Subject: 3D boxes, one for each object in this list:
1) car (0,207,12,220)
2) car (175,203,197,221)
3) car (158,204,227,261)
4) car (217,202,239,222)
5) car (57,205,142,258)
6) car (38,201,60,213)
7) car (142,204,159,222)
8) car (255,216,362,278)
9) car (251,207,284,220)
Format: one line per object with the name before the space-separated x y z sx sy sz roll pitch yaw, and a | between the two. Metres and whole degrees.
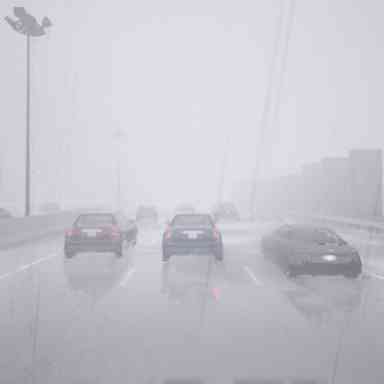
car | -14.499 1.800 23.363 1.837 1.490 4.892 0 -1 -2
car | -0.674 1.881 32.363 1.882 1.535 5.008 0 -1 -3
car | -0.022 1.517 13.201 2.097 1.767 4.553 0 -1 -1
car | 2.927 1.733 30.531 2.097 1.767 4.553 0 -1 -3
car | -3.532 1.524 13.711 2.097 1.767 4.553 0 -1 -1
car | -19.602 2.077 45.907 1.837 1.490 4.892 1 0 -6
car | -4.090 1.876 30.782 2.128 1.511 4.902 0 -1 -3
car | 3.527 1.697 10.580 1.994 1.385 4.181 0 -1 -1
car | 6.516 1.965 29.252 1.895 1.301 4.718 0 -1 -3
